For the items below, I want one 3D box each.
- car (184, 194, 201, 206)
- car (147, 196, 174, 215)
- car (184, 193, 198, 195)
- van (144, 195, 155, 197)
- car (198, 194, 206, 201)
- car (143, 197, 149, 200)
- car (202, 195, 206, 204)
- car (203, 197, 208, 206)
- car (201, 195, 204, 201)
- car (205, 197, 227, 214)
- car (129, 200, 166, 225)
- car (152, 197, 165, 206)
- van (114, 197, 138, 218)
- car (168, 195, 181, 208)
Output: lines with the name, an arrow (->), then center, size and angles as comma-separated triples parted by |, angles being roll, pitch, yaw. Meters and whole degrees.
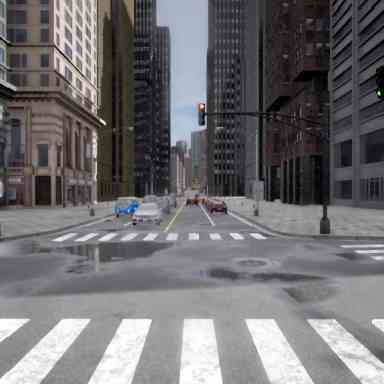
car -> 0.014, 1.499, 54.790 | 1.882, 1.535, 5.008 | 0, 0, 0
car -> -3.122, 1.510, 34.052 | 1.837, 1.490, 4.892 | 0, 0, 0
car -> -0.044, 1.521, 65.170 | 2.128, 1.511, 4.902 | 0, 0, 0
van -> -5.809, 1.356, 46.519 | 1.690, 1.788, 3.998 | 0, 0, 0
car -> 2.702, 1.489, 90.712 | 1.967, 1.590, 4.097 | 0, 0, 0
car -> -5.803, 1.553, 35.469 | 1.887, 1.381, 4.507 | 0, 0, 0
car -> 2.742, 1.560, 46.508 | 1.887, 1.381, 4.507 | 0, 0, 0
car -> 2.747, 1.556, 40.982 | 1.887, 1.381, 4.507 | 0, 0, 0
car -> 2.737, 1.545, 52.203 | 1.752, 1.417, 4.829 | 0, 0, 0
car -> 2.752, 1.553, 35.457 | 1.887, 1.381, 4.507 | 0, 0, 0
car -> -3.118, 1.529, 24.012 | 1.812, 1.442, 4.674 | 0, 0, -2
car -> -5.814, 1.605, 57.569 | 1.802, 1.307, 4.206 | 0, 0, 0
van -> -5.800, 1.346, 29.944 | 1.690, 1.788, 3.998 | 0, 0, 0
car -> -3.118, 1.508, 47.340 | 2.128, 1.511, 4.902 | 0, 0, 0
